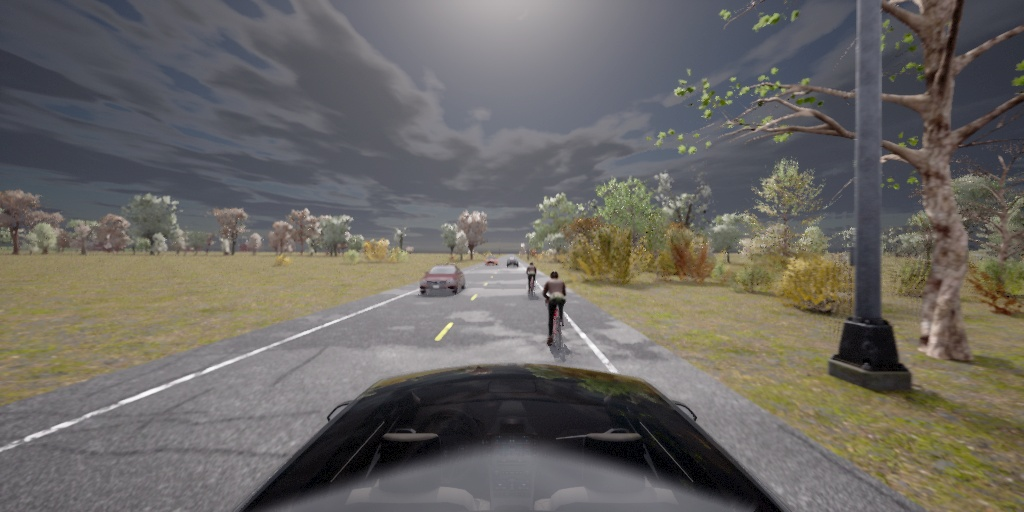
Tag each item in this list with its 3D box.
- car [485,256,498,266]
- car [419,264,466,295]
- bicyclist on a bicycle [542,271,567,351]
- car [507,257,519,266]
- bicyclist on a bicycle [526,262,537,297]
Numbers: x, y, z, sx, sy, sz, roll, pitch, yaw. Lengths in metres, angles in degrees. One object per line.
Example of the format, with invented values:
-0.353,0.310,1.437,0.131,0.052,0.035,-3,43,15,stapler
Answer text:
-3.551,0.767,61.882,2.097,1.767,4.553,0,0,0,car
-3.600,1.177,19.298,1.812,1.442,4.674,0,0,0,car
0.962,1.167,7.970,0.582,1.620,1.656,0,0,0,bicyclist on a bicycle
0.096,1.034,58.517,1.895,1.301,4.718,0,0,0,car
0.961,1.115,17.415,0.582,1.620,1.656,0,0,0,bicyclist on a bicycle
